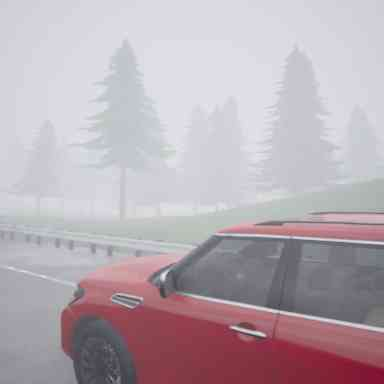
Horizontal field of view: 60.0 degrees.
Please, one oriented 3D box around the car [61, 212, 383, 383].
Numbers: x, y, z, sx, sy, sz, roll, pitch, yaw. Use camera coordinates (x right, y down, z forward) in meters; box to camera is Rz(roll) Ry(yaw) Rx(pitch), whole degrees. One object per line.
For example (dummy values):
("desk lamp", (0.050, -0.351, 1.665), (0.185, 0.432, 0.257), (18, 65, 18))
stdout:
("car", (1.095, 1.221, 3.211), (5.566, 2.045, 2.150), (0, 0, 36))
